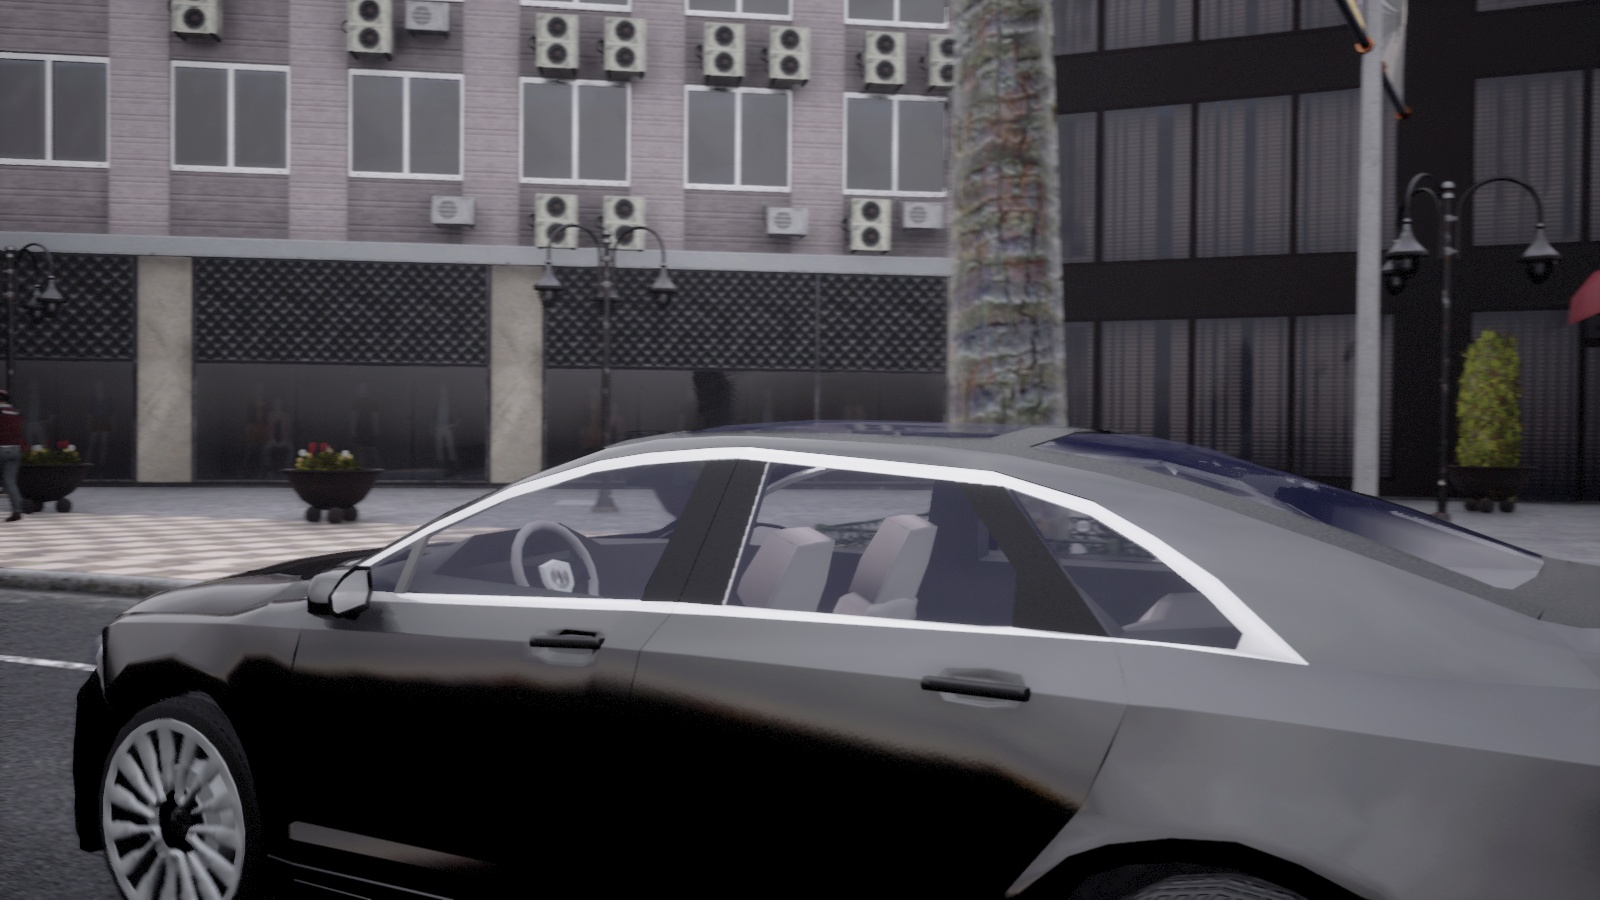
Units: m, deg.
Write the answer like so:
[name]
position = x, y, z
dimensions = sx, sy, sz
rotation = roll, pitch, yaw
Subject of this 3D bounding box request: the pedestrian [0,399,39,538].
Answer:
[pedestrian]
position = -10.724, 0.244, 16.948
dimensions = 0.720, 1.854, 0.376
rotation = 0, 1, 21

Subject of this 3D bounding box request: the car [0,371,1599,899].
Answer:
[car]
position = -0.020, 0.636, 3.523
dimensions = 4.902, 1.511, 2.128
rotation = 0, 1, 31
